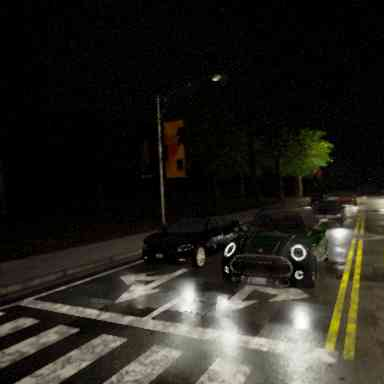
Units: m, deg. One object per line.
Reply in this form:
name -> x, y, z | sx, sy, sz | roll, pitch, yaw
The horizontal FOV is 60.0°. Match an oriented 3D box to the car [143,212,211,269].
car -> 0.204, 1.534, 11.853 | 1.882, 1.535, 5.008 | -2, 0, 28

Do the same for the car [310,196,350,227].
car -> 8.521, 1.261, 20.669 | 1.812, 1.442, 4.674 | -2, 0, 28

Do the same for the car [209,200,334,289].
car -> 2.482, 1.306, 9.224 | 2.097, 1.767, 4.553 | -2, 0, 28

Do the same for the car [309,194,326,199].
car -> 15.813, 1.000, 41.304 | 1.837, 1.490, 4.892 | -2, -1, 28

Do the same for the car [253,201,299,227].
car -> 5.739, 1.418, 22.350 | 1.994, 1.385, 4.181 | -2, 0, 28

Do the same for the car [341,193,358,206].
car -> 18.452, 0.854, 39.355 | 1.882, 1.535, 5.008 | -2, -1, 28
